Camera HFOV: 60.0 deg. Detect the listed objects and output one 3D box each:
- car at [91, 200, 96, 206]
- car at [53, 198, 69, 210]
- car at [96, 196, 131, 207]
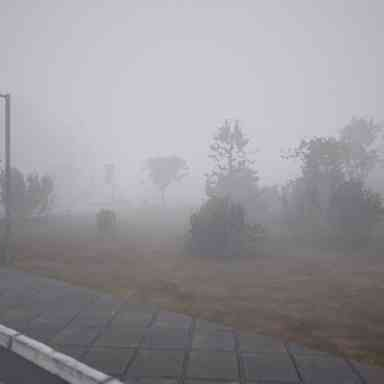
[{"bbox_3d":[-13.413,1.410,52.060,1.882,1.535,5.008,0,1,39],"label":"car"},{"bbox_3d":[-17.684,1.496,41.193,2.128,1.511,4.902,0,0,39],"label":"car"},{"bbox_3d":[-11.215,1.541,49.213,1.895,1.301,4.718,0,1,39],"label":"car"}]
